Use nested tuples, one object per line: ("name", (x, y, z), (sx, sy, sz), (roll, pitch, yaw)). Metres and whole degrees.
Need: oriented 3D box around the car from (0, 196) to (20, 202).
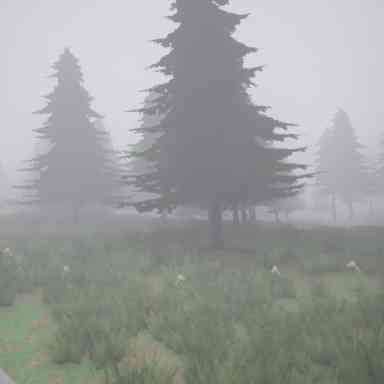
("car", (-22.123, 1.253, 40.369), (1.837, 1.490, 4.892), (-2, 1, -35))
